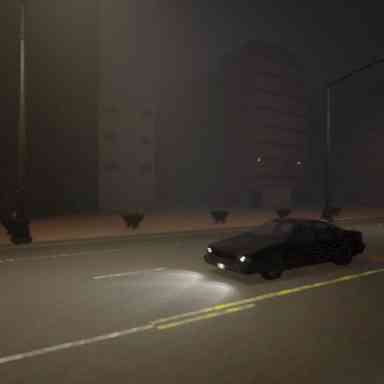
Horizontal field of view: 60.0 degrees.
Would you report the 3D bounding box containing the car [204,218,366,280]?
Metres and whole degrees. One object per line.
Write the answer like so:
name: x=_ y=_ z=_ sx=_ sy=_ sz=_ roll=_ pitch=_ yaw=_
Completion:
car: x=3.000 y=1.524 z=10.003 sx=5.357 sy=1.411 sz=2.033 roll=0 pitch=0 yaw=-32
